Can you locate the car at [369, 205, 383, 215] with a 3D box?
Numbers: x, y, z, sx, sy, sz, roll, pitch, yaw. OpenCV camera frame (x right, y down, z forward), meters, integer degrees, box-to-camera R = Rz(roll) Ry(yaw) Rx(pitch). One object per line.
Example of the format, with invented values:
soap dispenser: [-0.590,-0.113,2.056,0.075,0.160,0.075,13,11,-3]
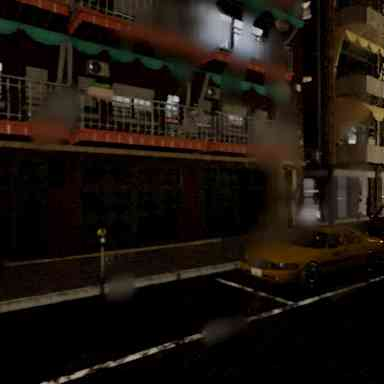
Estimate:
car: [8.061,1.287,12.376,5.009,1.841,2.192,0,0,-36]

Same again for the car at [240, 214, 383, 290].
car: [3.438,1.510,9.050,4.829,1.417,1.752,0,0,-36]
